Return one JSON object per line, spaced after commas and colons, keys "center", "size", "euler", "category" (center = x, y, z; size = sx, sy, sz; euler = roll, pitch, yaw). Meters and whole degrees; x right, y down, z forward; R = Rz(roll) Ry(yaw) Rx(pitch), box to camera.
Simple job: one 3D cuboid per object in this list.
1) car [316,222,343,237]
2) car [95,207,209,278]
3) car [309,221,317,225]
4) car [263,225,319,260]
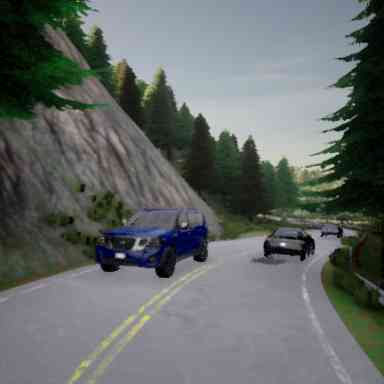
{"center": [14.820, 4.047, 35.164], "size": [2.033, 1.411, 5.357], "euler": [1, -4, 28], "category": "car"}
{"center": [-1.033, 1.564, 11.699], "size": [2.150, 2.045, 5.566], "euler": [0, -4, 20], "category": "car"}
{"center": [18.873, 5.181, 50.451], "size": [1.994, 1.385, 4.181], "euler": [1, -4, 27], "category": "car"}
{"center": [4.978, 2.479, 16.739], "size": [1.994, 1.385, 4.181], "euler": [1, -4, 26], "category": "car"}
